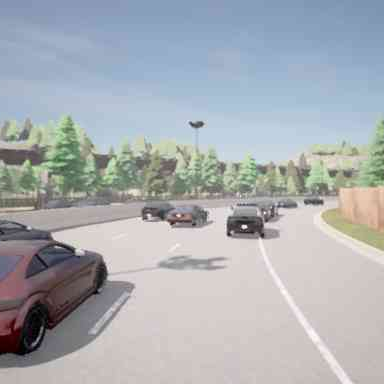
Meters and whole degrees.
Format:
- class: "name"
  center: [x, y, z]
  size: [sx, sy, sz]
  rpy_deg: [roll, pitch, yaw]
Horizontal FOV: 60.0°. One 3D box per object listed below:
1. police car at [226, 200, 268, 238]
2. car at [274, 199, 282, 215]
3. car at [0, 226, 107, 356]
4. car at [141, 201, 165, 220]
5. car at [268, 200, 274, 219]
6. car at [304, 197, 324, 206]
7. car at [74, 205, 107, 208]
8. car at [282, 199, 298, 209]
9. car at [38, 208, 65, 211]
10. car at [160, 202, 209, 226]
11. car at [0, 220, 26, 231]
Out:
- class: "police car"
  center: [3.018, 1.444, 18.241]
  size: [1.930, 1.638, 5.238]
  rpy_deg: [0, 0, 12]
- class: "car"
  center: [6.979, 1.510, 31.432]
  size: [1.882, 1.535, 5.008]
  rpy_deg: [0, 0, 21]
- class: "car"
  center: [-3.047, 1.569, 6.116]
  size: [1.994, 1.385, 4.181]
  rpy_deg: [0, 0, 3]
- class: "car"
  center: [-2.570, 1.531, 27.710]
  size: [1.837, 1.490, 4.892]
  rpy_deg: [0, 0, 17]
- class: "car"
  center: [5.239, 1.532, 26.521]
  size: [1.837, 1.490, 4.892]
  rpy_deg: [0, 0, 18]
- class: "car"
  center: [21.050, 1.537, 57.315]
  size: [1.882, 1.535, 5.008]
  rpy_deg: [0, 0, 43]
- class: "car"
  center: [-11.007, 1.385, 36.065]
  size: [2.097, 1.767, 4.553]
  rpy_deg: [0, 0, 21]
- class: "car"
  center: [13.401, 1.612, 47.030]
  size: [1.994, 1.385, 4.181]
  rpy_deg: [0, 0, 35]
- class: "car"
  center: [-14.691, 1.596, 36.139]
  size: [1.994, 1.385, 4.181]
  rpy_deg: [0, 0, 20]
- class: "car"
  center: [-0.196, 1.570, 23.576]
  size: [2.033, 1.411, 5.357]
  rpy_deg: [0, 0, 15]
- class: "car"
  center: [-6.151, 1.573, 10.474]
  size: [1.994, 1.385, 4.181]
  rpy_deg: [0, 0, 6]
